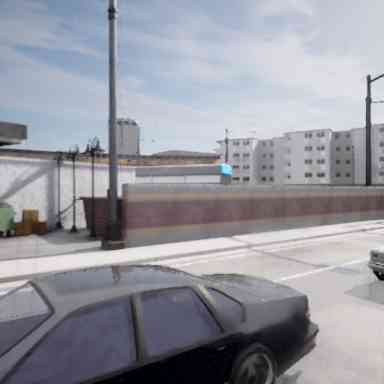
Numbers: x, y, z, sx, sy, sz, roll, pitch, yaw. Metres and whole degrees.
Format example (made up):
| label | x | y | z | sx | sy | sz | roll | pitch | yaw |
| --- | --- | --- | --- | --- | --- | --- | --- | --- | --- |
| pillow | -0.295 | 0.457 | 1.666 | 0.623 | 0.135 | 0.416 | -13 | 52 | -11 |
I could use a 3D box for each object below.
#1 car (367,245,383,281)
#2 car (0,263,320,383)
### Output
| label | x | y | z | sx | sy | sz | roll | pitch | yaw |
| --- | --- | --- | --- | --- | --- | --- | --- | --- | --- |
| car | 6.500 | 1.557 | 8.514 | 4.718 | 1.301 | 1.895 | 0 | 0 | -36 |
| car | -0.965 | 1.543 | 3.302 | 5.357 | 1.411 | 2.033 | 0 | 0 | -36 |
